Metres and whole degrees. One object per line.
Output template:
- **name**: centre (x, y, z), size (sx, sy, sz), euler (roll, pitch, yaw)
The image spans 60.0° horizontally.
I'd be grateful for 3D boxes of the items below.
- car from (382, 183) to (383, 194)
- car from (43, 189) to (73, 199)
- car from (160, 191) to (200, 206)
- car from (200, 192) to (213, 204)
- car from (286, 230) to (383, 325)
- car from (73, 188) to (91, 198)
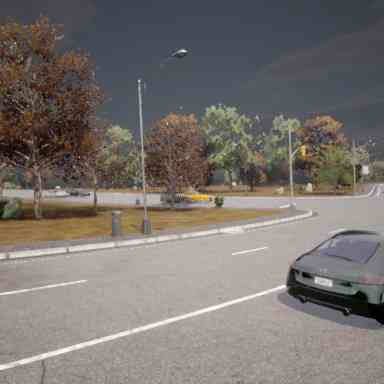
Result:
- **car**: centre (30.112, -0.873, 50.282), size (2.150, 2.045, 5.566), euler (-1, 2, 31)
- **car**: centre (-21.974, 0.361, 53.799), size (4.718, 1.301, 1.895), euler (2, 4, 33)
- **car**: centre (-1.770, 0.854, 40.705), size (4.674, 1.442, 1.812), euler (0, 3, 33)
- **car**: centre (0.435, 0.641, 43.440), size (5.008, 1.535, 1.882), euler (0, 3, 33)
- **car**: centre (3.890, 1.516, 7.069), size (4.181, 1.385, 1.994), euler (-1, 0, -38)
- **car**: centre (-19.206, 0.131, 56.157), size (4.892, 1.490, 1.837), euler (2, 4, 33)
